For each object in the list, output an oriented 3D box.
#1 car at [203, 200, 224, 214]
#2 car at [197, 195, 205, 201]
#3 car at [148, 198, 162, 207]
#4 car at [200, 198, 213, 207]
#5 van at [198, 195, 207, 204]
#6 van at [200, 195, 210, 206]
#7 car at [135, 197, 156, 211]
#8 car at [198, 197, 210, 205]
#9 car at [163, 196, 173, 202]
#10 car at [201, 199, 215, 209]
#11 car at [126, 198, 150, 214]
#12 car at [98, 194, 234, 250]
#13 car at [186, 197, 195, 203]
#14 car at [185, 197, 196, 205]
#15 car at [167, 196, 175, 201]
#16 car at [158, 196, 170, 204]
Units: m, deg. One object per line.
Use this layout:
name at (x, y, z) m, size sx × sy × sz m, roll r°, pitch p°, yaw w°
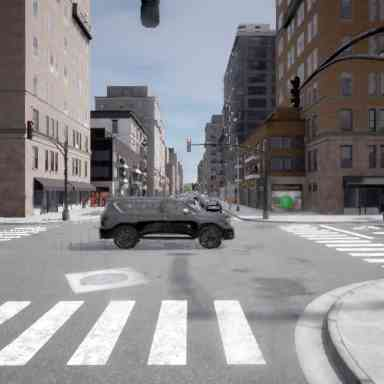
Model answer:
car at (2.261, 1.606, 36.149) m, size 1.947 × 1.339 × 4.313 m, roll 0°, pitch 0°, yaw 0°
car at (2.218, 1.600, 85.747) m, size 1.967 × 1.590 × 4.097 m, roll 0°, pitch 0°, yaw 0°
car at (-5.778, 1.653, 52.675) m, size 1.802 × 1.307 × 4.206 m, roll 0°, pitch 0°, yaw 0°
car at (2.247, 1.637, 52.682) m, size 1.947 × 1.339 × 4.313 m, roll 0°, pitch 0°, yaw 0°
van at (2.232, 1.453, 69.215) m, size 1.690 × 1.788 × 3.998 m, roll 0°, pitch 0°, yaw 0°
van at (2.242, 1.424, 58.193) m, size 1.690 × 1.788 × 3.998 m, roll 0°, pitch 0°, yaw 0°
car at (-5.768, 1.490, 41.654) m, size 1.967 × 1.590 × 4.097 m, roll 0°, pitch 0°, yaw 0°
car at (2.237, 1.647, 63.704) m, size 2.008 × 1.369 × 4.403 m, roll 0°, pitch 0°, yaw 0°
car at (-5.802, 1.694, 80.229) m, size 2.008 × 1.369 × 4.403 m, roll 0°, pitch 0°, yaw 0°
car at (2.252, 1.641, 47.172) m, size 1.802 × 1.307 × 4.206 m, roll 0°, pitch 0°, yaw 0°
car at (-5.764, 1.480, 36.143) m, size 1.967 × 1.590 × 4.097 m, roll 0°, pitch 0°, yaw 0°
car at (-1.062, 1.219, 13.908) m, size 5.566 × 2.045 × 2.150 m, roll 0°, pitch 0°, yaw 0°
car at (-0.398, 1.720, 73.628) m, size 1.895 × 1.301 × 4.718 m, roll 0°, pitch 0°, yaw 0°
car at (-0.300, 1.643, 63.194) m, size 2.033 × 1.411 × 5.357 m, roll 0°, pitch 0°, yaw 0°
car at (-5.811, 1.721, 91.251) m, size 1.887 × 1.381 × 4.507 m, roll 0°, pitch 0°, yaw 0°
car at (-5.793, 1.552, 69.208) m, size 1.967 × 1.590 × 4.097 m, roll 0°, pitch 0°, yaw 0°
